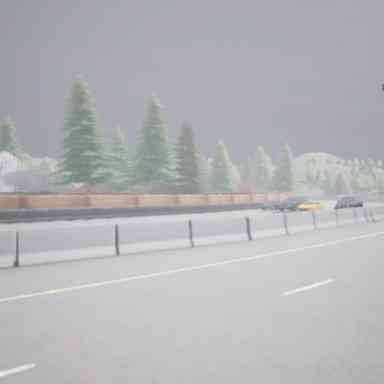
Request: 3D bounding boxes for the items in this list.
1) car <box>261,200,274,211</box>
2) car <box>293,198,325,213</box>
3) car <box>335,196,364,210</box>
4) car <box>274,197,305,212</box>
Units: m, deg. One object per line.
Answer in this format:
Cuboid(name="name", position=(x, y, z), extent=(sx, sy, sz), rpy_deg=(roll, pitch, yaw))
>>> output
Cuboid(name="car", position=(11.757, 1.996, 48.216), extent=(1.837, 1.490, 4.892), rpy_deg=(-1, -1, 40))
Cuboid(name="car", position=(14.724, 1.864, 40.966), extent=(1.882, 1.535, 5.008), rpy_deg=(-1, -1, 42))
Cuboid(name="car", position=(19.578, 1.576, 41.197), extent=(2.150, 2.045, 5.566), rpy_deg=(-1, -1, 41))
Cuboid(name="car", position=(13.849, 1.663, 45.242), extent=(2.150, 2.045, 5.566), rpy_deg=(-1, -1, 41))
